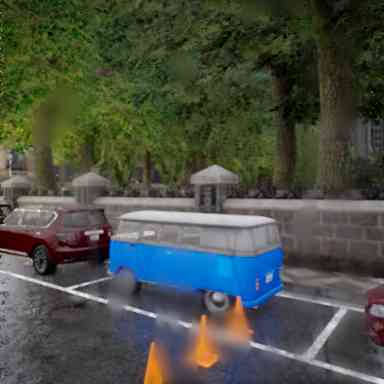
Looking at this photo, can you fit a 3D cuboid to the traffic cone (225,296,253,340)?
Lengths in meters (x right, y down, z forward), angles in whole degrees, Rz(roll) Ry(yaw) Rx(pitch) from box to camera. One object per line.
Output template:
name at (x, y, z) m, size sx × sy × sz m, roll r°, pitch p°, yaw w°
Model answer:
traffic cone at (0.745, 1.955, 5.289) m, size 0.340 × 0.580 × 0.340 m, roll 0°, pitch 0°, yaw 36°

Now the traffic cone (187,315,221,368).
traffic cone at (0.161, 1.955, 4.477) m, size 0.340 × 0.580 × 0.340 m, roll 0°, pitch 0°, yaw 36°

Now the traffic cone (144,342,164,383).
traffic cone at (-0.423, 1.955, 3.665) m, size 0.340 × 0.580 × 0.340 m, roll 0°, pitch 0°, yaw 36°

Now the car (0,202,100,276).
car at (-4.576, 1.310, 10.396) m, size 5.009 × 1.841 × 2.192 m, roll 0°, pitch 0°, yaw 36°

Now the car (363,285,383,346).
car at (4.393, 1.583, 3.945) m, size 4.206 × 1.307 × 1.802 m, roll 0°, pitch 0°, yaw 36°

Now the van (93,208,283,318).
van at (-0.092, 1.340, 7.171) m, size 3.998 × 1.788 × 1.690 m, roll 0°, pitch 0°, yaw 36°
